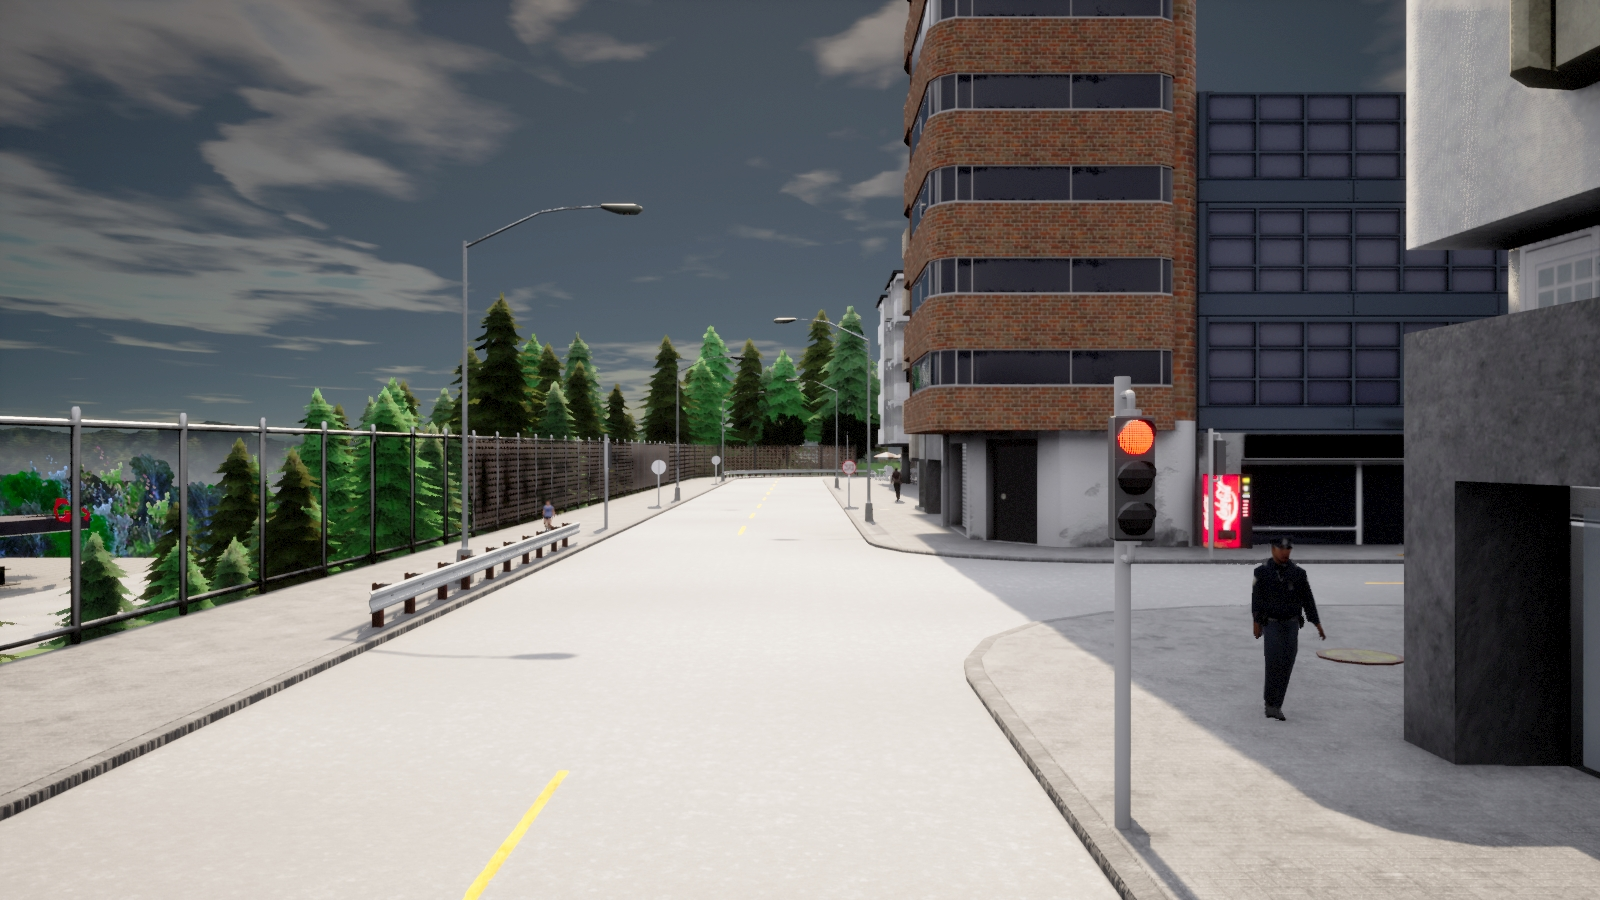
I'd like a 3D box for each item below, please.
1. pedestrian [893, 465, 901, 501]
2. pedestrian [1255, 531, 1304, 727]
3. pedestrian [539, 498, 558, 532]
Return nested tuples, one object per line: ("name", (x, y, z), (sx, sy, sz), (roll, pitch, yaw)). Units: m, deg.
("pedestrian", (5.018, 1.721, 59.050), (0.375, 1.860, 0.375), (0, 0, 3))
("pedestrian", (4.719, 1.742, 11.251), (0.375, 1.860, 0.375), (0, 0, 12))
("pedestrian", (-8.173, 2.110, 37.097), (0.500, 1.100, 0.500), (0, 0, 0))
